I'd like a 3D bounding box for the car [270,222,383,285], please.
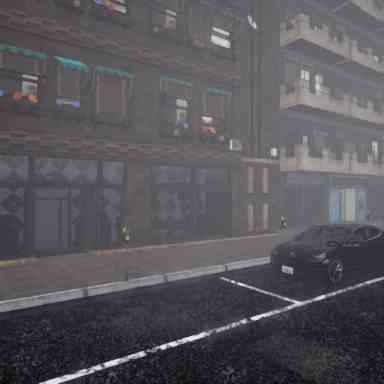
[{"bbox_3d":[4.150,1.566,9.542,4.313,1.339,1.947,0,0,-36],"label":"car"}]
